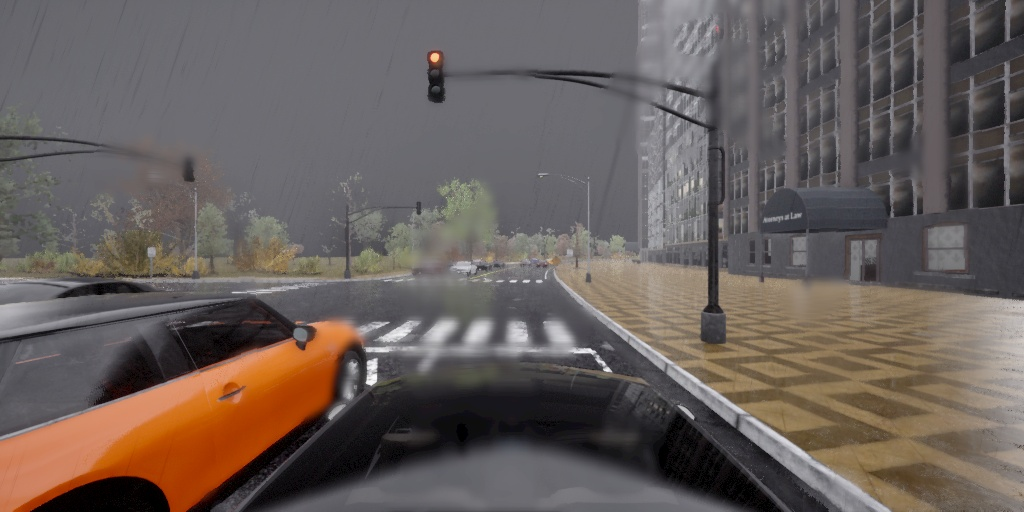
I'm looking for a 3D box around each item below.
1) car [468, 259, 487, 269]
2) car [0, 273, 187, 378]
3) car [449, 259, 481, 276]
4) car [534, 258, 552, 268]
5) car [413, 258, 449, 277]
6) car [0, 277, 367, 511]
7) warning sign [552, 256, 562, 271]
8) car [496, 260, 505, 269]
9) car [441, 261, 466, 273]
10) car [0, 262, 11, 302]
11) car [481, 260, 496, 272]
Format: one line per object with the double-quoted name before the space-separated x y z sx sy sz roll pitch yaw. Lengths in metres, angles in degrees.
"car" -5.470 1.276 57.127 1.812 1.442 4.674 0 0 9
"car" -9.742 1.254 7.551 1.837 1.490 4.892 3 0 -9
"car" -4.788 1.273 36.539 1.812 1.442 4.674 0 0 6
"car" 5.475 1.358 62.543 1.895 1.301 4.718 0 0 10
"car" -8.140 1.098 35.592 2.097 1.767 4.553 0 0 6
"car" -3.101 1.102 3.255 2.097 1.767 4.553 0 0 0
"warning sign" 5.507 0.868 44.175 1.300 1.860 1.060 0 0 7
"car" -2.320 1.352 56.283 1.895 1.301 4.718 0 0 9
"car" -7.192 1.348 44.528 1.895 1.301 4.718 0 0 7
"car" -24.963 1.169 15.259 4.553 1.767 2.097 0 0 3
"car" -3.686 1.350 46.486 1.895 1.301 4.718 0 0 7
